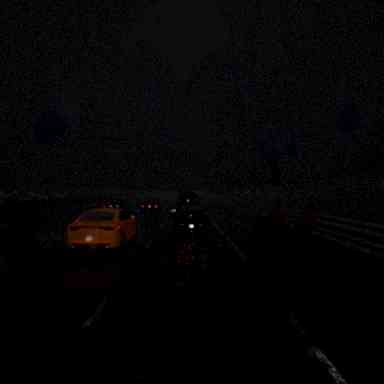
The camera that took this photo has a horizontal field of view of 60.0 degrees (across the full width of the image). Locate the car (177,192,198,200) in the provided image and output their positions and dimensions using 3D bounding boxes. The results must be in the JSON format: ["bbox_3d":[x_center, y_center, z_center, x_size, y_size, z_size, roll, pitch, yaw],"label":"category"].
[{"bbox_3d":[-0.493,0.994,36.868,2.150,2.045,5.566,0,0,-1],"label":"car"}]

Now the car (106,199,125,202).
[{"bbox_3d":[-7.384,1.347,32.365,2.033,1.411,5.357,0,0,-1],"label":"car"}]

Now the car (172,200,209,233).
[{"bbox_3d":[-0.069,1.396,18.662,1.837,1.490,4.892,0,0,-1],"label":"car"}]

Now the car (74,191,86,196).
[{"bbox_3d":[-26.130,0.547,78.377,1.882,1.535,5.008,0,0,-1],"label":"car"}]

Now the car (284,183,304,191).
[{"bbox_3d":[23.126,-0.885,75.314,2.150,2.045,5.566,0,-3,-15],"label":"car"}]

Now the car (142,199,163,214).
[{"bbox_3d":[-3.885,1.348,32.408,2.033,1.411,5.357,0,0,-1],"label":"car"}]

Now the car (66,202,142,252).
[{"bbox_3d":[-3.479,1.397,13.622,1.882,1.535,5.008,0,0,-1],"label":"car"}]

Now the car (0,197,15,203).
[{"bbox_3d":[-21.725,1.304,37.981,2.033,1.411,5.357,0,0,-1],"label":"car"}]

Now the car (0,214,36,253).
[{"bbox_3d":[-6.945,1.427,10.978,2.128,1.511,4.902,0,0,-1],"label":"car"}]

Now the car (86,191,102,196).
[{"bbox_3d":[-22.632,0.425,78.492,2.097,1.767,4.553,0,0,-1],"label":"car"}]

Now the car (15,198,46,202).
[{"bbox_3d":[-18.242,1.353,38.861,1.895,1.301,4.718,0,0,-1],"label":"car"}]
